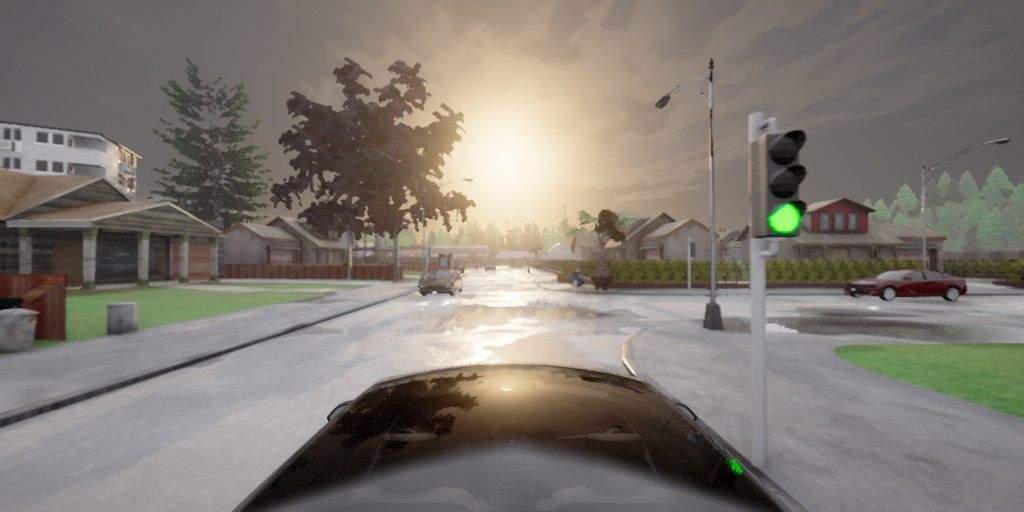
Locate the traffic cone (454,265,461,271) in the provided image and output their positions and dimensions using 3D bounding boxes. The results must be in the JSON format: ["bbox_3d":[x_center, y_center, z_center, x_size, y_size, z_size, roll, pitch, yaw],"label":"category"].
[{"bbox_3d":[-9.665,2.346,63.449,0.344,0.586,0.344,0,0,0],"label":"traffic cone"}]

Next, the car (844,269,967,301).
[{"bbox_3d":[19.819,1.427,18.211,5.008,1.535,1.882,0,-1,0],"label":"car"}]

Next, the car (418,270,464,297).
[{"bbox_3d":[-4.002,1.533,21.192,2.033,1.411,5.357,0,-1,0],"label":"car"}]
